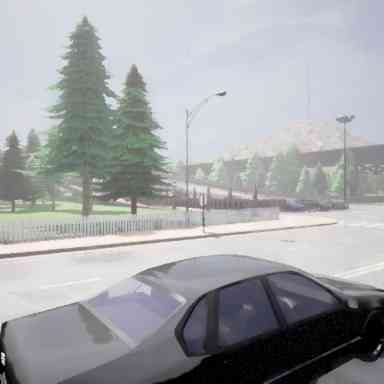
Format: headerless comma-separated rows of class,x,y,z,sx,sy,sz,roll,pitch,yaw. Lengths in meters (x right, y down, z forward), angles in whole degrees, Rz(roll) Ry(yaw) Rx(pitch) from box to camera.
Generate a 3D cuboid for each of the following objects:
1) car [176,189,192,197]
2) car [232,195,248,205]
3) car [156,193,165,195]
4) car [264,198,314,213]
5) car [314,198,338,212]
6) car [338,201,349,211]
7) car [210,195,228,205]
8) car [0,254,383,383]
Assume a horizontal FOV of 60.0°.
car,-1.949,0.102,65.613,2.128,1.511,4.902,0,6,-36
car,7.265,1.251,53.295,1.882,1.535,5.008,0,4,-37
car,-6.307,0.432,59.709,1.895,1.301,4.718,0,6,-37
car,10.522,1.544,37.422,2.033,1.411,5.357,0,0,-37
car,13.917,1.499,38.747,1.837,1.490,4.892,0,0,-37
car,16.686,1.485,40.892,2.128,1.511,4.902,0,0,-37
car,3.652,1.236,52.271,1.812,1.442,4.674,0,2,-37
car,0.552,1.547,4.139,5.357,1.411,2.033,0,0,-35
